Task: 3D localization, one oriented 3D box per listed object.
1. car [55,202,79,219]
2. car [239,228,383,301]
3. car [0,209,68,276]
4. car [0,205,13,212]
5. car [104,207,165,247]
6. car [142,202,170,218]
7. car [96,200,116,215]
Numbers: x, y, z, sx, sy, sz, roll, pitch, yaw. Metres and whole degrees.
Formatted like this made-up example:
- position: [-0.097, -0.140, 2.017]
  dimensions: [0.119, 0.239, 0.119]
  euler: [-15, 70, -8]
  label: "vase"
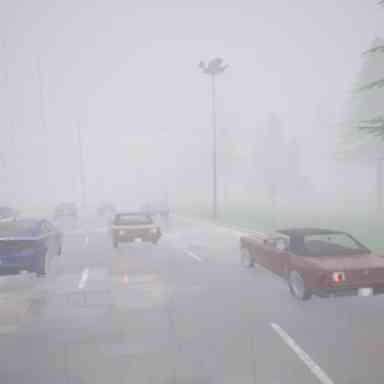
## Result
- position: [-10.790, 1.576, 28.736]
  dimensions: [2.033, 1.411, 5.357]
  euler: [-1, 0, -18]
  label: "car"
- position: [2.734, 1.537, 8.254]
  dimensions: [1.895, 1.301, 4.718]
  euler: [-1, 0, -11]
  label: "car"
- position: [-5.206, 1.505, 10.205]
  dimensions: [1.882, 1.535, 5.008]
  euler: [-1, 0, -14]
  label: "car"
- position: [-11.865, 1.577, 20.454]
  dimensions: [1.837, 1.490, 4.892]
  euler: [-1, 0, -17]
  label: "car"
- position: [-2.760, 1.580, 15.029]
  dimensions: [1.895, 1.301, 4.718]
  euler: [-1, 0, -17]
  label: "car"
- position: [-3.327, 1.538, 28.392]
  dimensions: [1.895, 1.301, 4.718]
  euler: [-1, 0, -17]
  label: "car"
- position: [-8.555, 1.510, 33.248]
  dimensions: [1.812, 1.442, 4.674]
  euler: [-1, 0, -18]
  label: "car"
